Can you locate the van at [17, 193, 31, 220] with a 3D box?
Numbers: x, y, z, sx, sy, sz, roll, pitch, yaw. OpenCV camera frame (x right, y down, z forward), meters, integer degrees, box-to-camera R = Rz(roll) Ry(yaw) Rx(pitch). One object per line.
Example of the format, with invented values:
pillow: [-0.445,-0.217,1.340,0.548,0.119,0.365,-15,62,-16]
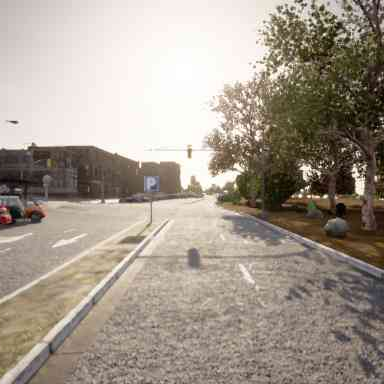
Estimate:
van: [-13.608,1.294,22.454,4.442,1.987,1.878,-1,0,-19]

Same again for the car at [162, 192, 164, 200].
car: [-9.658,1.358,78.189,4.674,1.452,2.002,-1,0,-13]

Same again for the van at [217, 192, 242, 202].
van: [7.268,1.042,65.837,4.442,1.987,1.878,1,0,-14]

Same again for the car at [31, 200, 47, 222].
car: [-13.633,1.401,25.431,4.553,1.767,2.185,-1,0,-19]

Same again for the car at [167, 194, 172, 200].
car: [-8.473,1.356,87.173,4.674,1.452,2.002,-1,0,-12]

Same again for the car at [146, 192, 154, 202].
car: [-10.815,1.313,66.231,5.366,1.575,1.946,-1,0,-15]

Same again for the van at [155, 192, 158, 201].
van: [-10.257,1.091,72.223,4.442,1.987,1.878,-1,0,-14]

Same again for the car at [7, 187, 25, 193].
car: [-28.178,0.134,54.103,2.002,1.452,4.674,6,-3,-19]

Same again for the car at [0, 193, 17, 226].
car: [-13.723,1.264,19.417,5.566,2.045,2.435,-1,0,-20]

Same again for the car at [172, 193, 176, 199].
car: [-8.024,1.064,90.180,5.566,2.045,2.435,-1,0,-12]

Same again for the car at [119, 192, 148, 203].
car: [-11.459,1.356,63.238,4.792,1.488,2.163,-1,0,-15]

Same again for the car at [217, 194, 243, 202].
car: [8.186,1.263,71.801,5.366,1.575,1.946,1,0,-13]

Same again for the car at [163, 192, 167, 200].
car: [-9.287,1.357,81.191,4.674,1.452,2.002,-1,0,-13]

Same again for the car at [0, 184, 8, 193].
car: [-31.172,-0.429,54.162,2.435,2.045,5.566,6,-3,-19]

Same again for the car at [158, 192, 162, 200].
car: [-10.030,1.320,75.194,4.892,1.521,2.231,-1,0,-14]

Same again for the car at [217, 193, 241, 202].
car: [7.651,1.140,68.807,4.553,1.767,2.185,1,0,-14]

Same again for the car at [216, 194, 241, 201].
car: [8.167,1.257,74.652,5.366,1.575,1.946,1,0,-13]

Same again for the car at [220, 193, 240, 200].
car: [9.438,1.128,83.507,4.553,1.767,2.185,1,0,-12]
